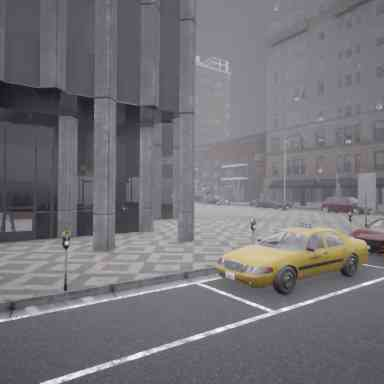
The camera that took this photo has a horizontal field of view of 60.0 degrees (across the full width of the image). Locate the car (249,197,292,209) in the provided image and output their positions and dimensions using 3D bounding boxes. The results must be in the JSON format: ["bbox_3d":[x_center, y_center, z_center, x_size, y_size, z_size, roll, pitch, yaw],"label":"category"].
[{"bbox_3d":[9.065,1.307,38.992,2.033,1.411,5.357,1,0,-36],"label":"car"}]

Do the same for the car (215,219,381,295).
[{"bbox_3d":[2.803,1.527,8.755,4.829,1.417,1.752,0,1,-36],"label":"car"}]

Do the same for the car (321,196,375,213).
[{"bbox_3d":[14.578,1.198,31.177,2.097,1.767,4.553,1,0,-35],"label":"car"}]

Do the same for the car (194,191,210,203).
[{"bbox_3d":[1.155,0.848,55.764,2.150,2.045,5.566,1,0,-35],"label":"car"}]

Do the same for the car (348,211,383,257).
[{"bbox_3d":[7.520,1.547,12.121,4.507,1.381,1.887,0,1,-36],"label":"car"}]

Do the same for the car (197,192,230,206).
[{"bbox_3d":[3.391,1.161,47.060,2.128,1.511,4.902,1,0,-35],"label":"car"}]

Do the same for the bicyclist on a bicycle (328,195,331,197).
[{"bbox_3d":[16.342,1.159,39.501,1.656,1.620,0.582,0,0,-35],"label":"bicyclist on a bicycle"}]
